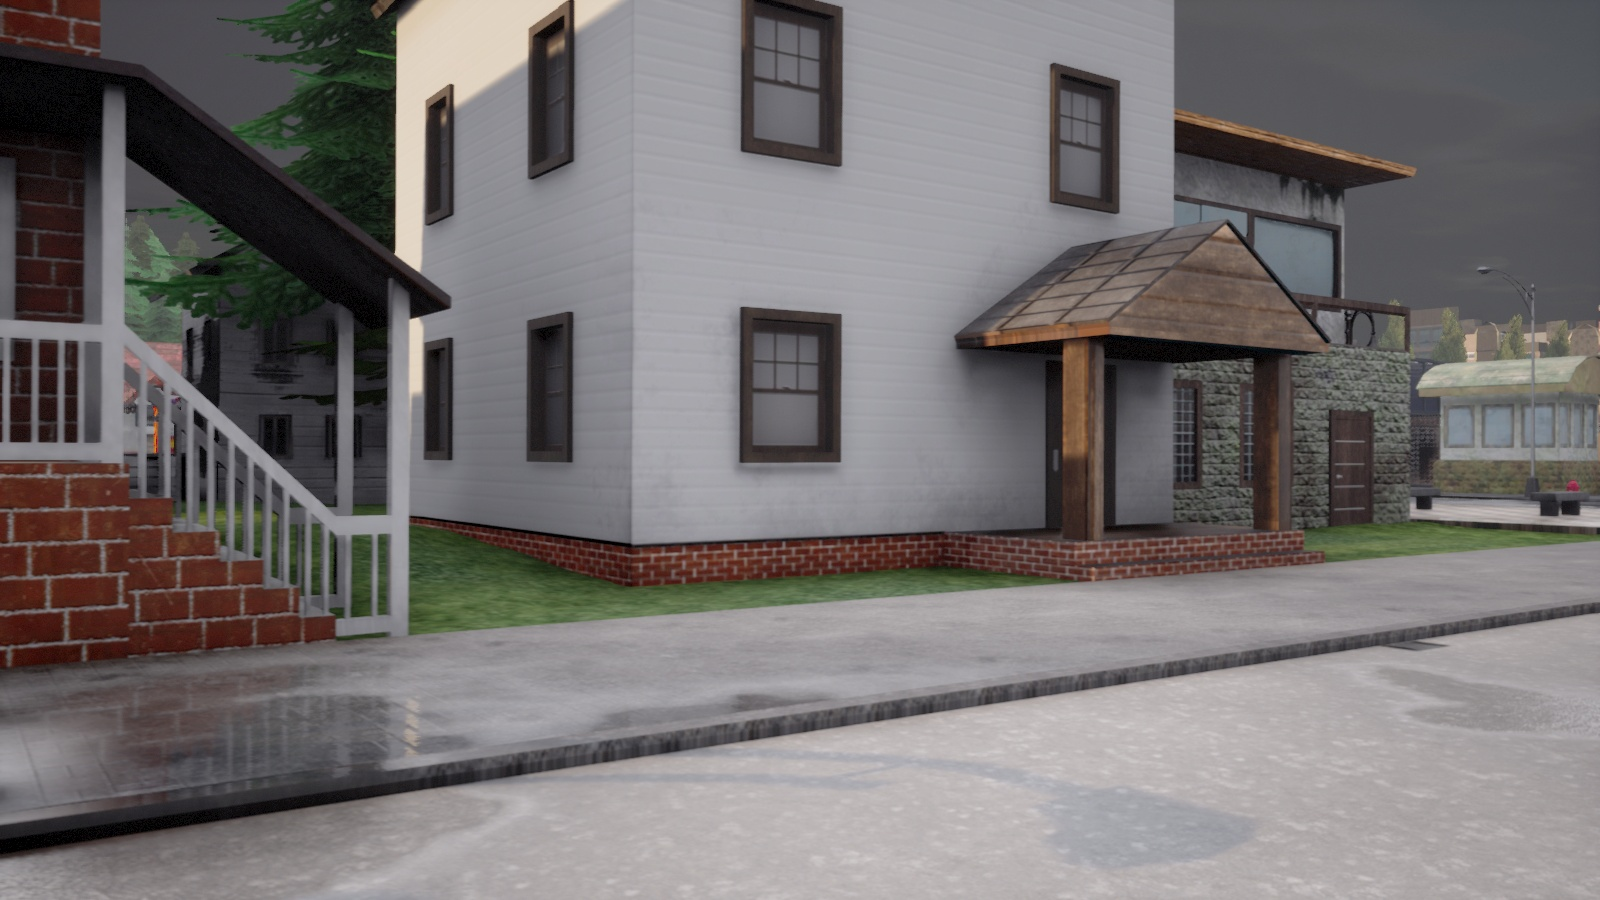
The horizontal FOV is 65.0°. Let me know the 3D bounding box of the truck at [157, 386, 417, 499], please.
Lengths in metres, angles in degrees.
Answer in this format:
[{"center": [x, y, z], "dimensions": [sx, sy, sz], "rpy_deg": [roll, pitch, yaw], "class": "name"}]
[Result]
[{"center": [-18.821, -0.243, 46.378], "dimensions": [8.468, 3.827, 2.891], "rpy_deg": [0, 0, -35], "class": "truck"}]
